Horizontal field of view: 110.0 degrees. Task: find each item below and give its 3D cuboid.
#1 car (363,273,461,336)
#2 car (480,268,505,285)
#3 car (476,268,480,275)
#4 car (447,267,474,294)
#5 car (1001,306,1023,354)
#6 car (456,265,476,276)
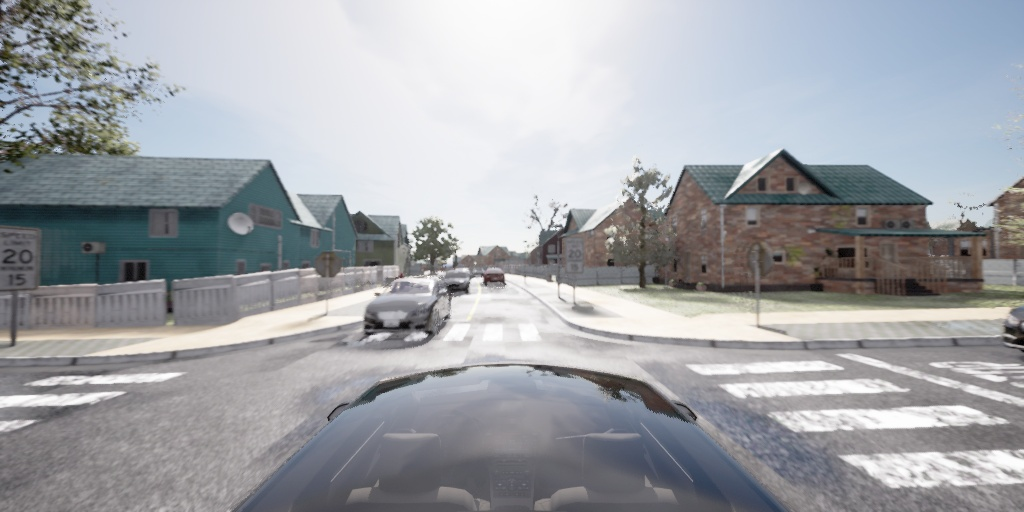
[{"bbox_3d":[-3.041,1.444,11.260,2.128,1.511,4.902,0,-1,-2],"label":"car"},{"bbox_3d":[-1.735,1.901,34.114,1.882,1.535,5.008,0,-1,-6],"label":"car"},{"bbox_3d":[-5.276,2.530,55.754,1.895,1.301,4.718,0,-2,-11],"label":"car"},{"bbox_3d":[-3.739,1.723,24.325,1.837,1.490,4.892,0,-1,-5],"label":"car"},{"bbox_3d":[11.105,1.046,5.797,4.902,1.511,2.128,-1,-1,-1],"label":"car"},{"bbox_3d":[-5.061,1.969,36.958,2.128,1.511,4.902,0,-1,-7],"label":"car"}]
